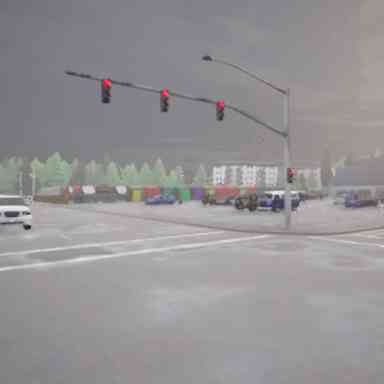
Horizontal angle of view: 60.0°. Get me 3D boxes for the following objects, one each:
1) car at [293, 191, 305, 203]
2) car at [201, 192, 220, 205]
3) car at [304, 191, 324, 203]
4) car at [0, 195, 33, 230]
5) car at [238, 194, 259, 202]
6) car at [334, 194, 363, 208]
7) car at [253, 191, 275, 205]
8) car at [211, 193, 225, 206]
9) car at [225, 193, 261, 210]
[{"bbox_3d":[25.285,1.032,74.710,3.806,1.475,1.970,0,0,-35],"label":"car"},{"bbox_3d":[3.586,0.993,48.957,4.605,1.855,1.932,0,0,-35],"label":"car"},{"bbox_3d":[26.949,0.793,72.340,3.866,1.878,1.905,0,0,-35],"label":"car"},{"bbox_3d":[-11.286,1.185,20.169,2.150,2.045,5.566,0,0,-36],"label":"car"},{"bbox_3d":[11.044,1.110,64.595,3.905,1.438,1.784,0,0,-35],"label":"car"},{"bbox_3d":[22.510,1.139,48.460,3.806,1.475,1.970,0,0,-35],"label":"car"},{"bbox_3d":[12.666,0.900,62.194,4.605,1.855,1.932,0,0,-35],"label":"car"},{"bbox_3d":[5.180,1.203,46.798,3.905,1.438,1.784,0,0,-35],"label":"car"},{"bbox_3d":[6.853,1.234,44.435,3.806,1.475,1.970,0,0,-35],"label":"car"}]
